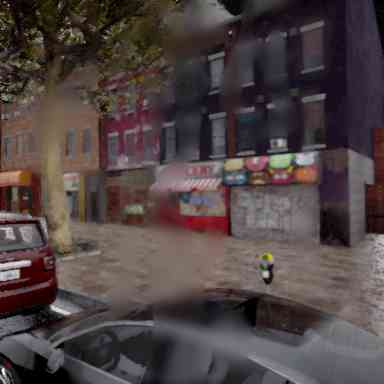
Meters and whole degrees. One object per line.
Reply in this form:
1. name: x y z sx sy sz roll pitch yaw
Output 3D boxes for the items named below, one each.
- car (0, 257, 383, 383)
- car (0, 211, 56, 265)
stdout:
1. car: -0.022 1.551 2.867 4.313 1.339 1.947 1 -1 36
2. car: -4.513 1.238 6.138 5.009 1.841 2.192 1 -1 36
